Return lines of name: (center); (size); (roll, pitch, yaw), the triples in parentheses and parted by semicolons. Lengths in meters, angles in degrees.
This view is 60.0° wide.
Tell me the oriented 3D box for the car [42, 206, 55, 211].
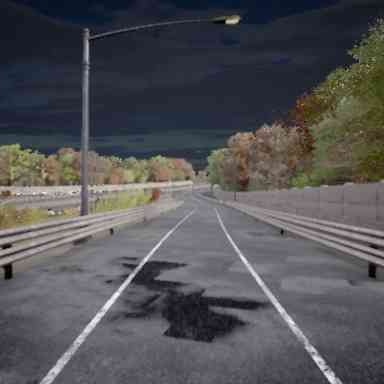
car: (-36.118, 4.187, 82.113); (1.837, 1.490, 4.892); (1, 3, 18)
